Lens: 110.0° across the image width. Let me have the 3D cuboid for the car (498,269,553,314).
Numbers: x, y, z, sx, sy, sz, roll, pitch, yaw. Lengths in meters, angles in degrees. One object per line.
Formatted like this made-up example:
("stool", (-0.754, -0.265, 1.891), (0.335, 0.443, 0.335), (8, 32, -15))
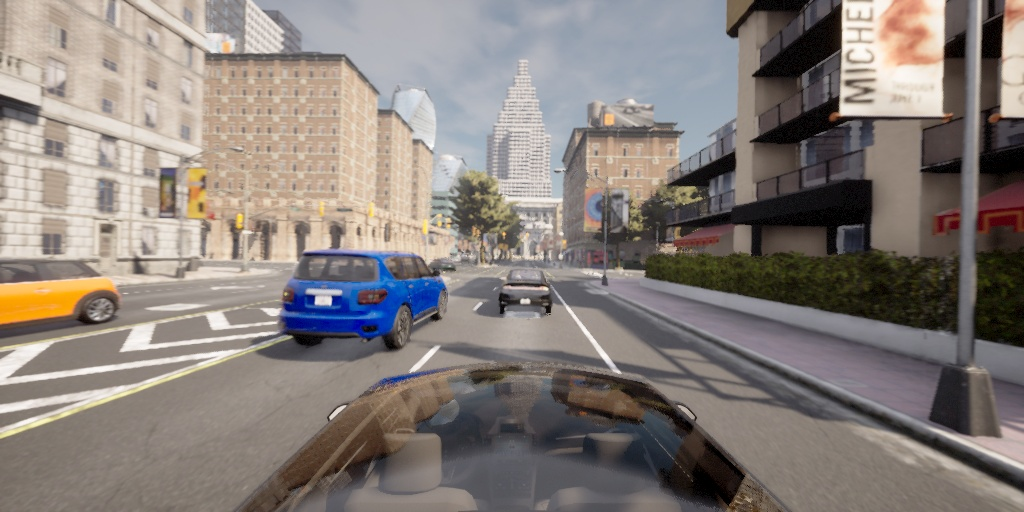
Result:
("car", (0.532, 1.243, 13.830), (2.128, 1.511, 4.902), (1, 0, 3))

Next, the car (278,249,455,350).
("car", (-3.201, 0.884, 9.010), (2.150, 2.045, 5.566), (1, 0, 3))

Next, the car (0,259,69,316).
("car", (-14.887, 0.876, 8.805), (1.837, 1.490, 4.892), (1, 0, 3))

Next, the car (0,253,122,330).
("car", (-11.439, 0.811, 7.477), (2.097, 1.767, 4.553), (1, 0, 3))
